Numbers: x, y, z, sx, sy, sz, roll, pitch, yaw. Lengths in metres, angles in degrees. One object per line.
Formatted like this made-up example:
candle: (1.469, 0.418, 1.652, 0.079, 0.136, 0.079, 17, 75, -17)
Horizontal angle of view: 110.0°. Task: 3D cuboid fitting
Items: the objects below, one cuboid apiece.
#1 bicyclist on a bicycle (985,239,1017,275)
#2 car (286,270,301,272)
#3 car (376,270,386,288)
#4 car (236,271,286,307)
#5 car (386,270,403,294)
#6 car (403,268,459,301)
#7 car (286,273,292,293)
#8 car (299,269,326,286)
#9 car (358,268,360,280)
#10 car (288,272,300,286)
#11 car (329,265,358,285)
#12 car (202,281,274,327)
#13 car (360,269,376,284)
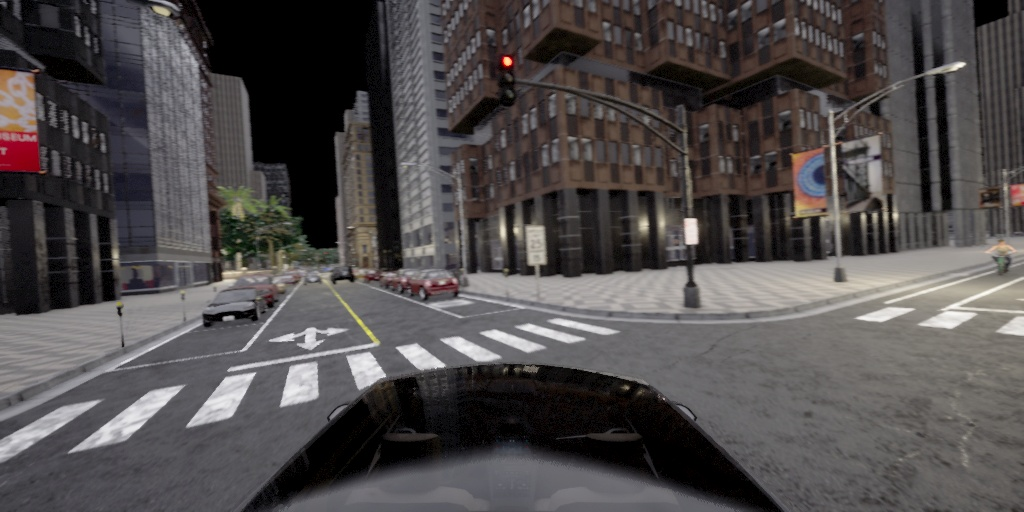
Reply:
bicyclist on a bicycle: (22.116, 0.041, 16.190, 1.509, 1.612, 0.866, -3, 0, -29)
car: (-30.168, 2.899, 48.822, 2.192, 1.841, 5.009, 0, 0, -29)
car: (-9.621, 1.881, 29.196, 1.802, 1.307, 4.207, 0, 0, -29)
car: (-14.448, 1.967, 20.328, 2.192, 1.841, 5.009, 0, 0, -29)
car: (-7.002, 1.585, 24.448, 1.967, 1.591, 4.097, 0, 0, -29)
car: (-4.382, 1.431, 19.700, 1.967, 1.591, 4.097, 0, 0, -29)
car: (-19.606, 2.486, 29.677, 1.751, 1.417, 4.829, 0, 0, -29)
car: (-24.121, 2.693, 43.479, 2.128, 1.511, 4.902, -4, 0, -29)
car: (-20.182, 2.445, 48.337, 1.751, 1.417, 4.829, 0, 0, -29)
car: (-27.548, 3.010, 44.073, 1.802, 1.307, 4.207, 0, 0, -29)
car: (-19.402, 2.119, 41.142, 2.150, 2.045, 5.566, -4, 0, -28)
car: (-11.828, 2.064, 15.579, 1.948, 1.339, 4.313, 0, 0, -29)
car: (-14.861, 2.153, 38.692, 1.888, 1.381, 4.507, 0, 0, -29)
